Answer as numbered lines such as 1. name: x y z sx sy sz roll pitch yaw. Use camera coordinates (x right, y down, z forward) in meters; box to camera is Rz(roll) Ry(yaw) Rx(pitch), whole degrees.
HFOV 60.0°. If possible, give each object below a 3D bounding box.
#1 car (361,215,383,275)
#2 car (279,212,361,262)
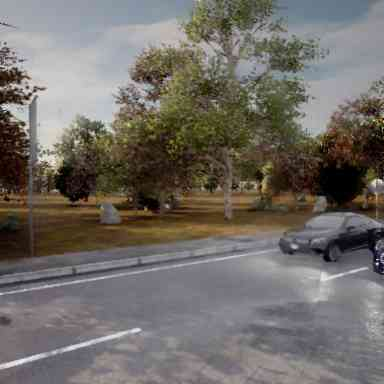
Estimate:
1. car: 6.792 1.298 8.832 4.553 1.767 2.097 0 0 -35
2. car: 5.167 1.470 11.973 4.674 1.442 1.812 0 0 -35
